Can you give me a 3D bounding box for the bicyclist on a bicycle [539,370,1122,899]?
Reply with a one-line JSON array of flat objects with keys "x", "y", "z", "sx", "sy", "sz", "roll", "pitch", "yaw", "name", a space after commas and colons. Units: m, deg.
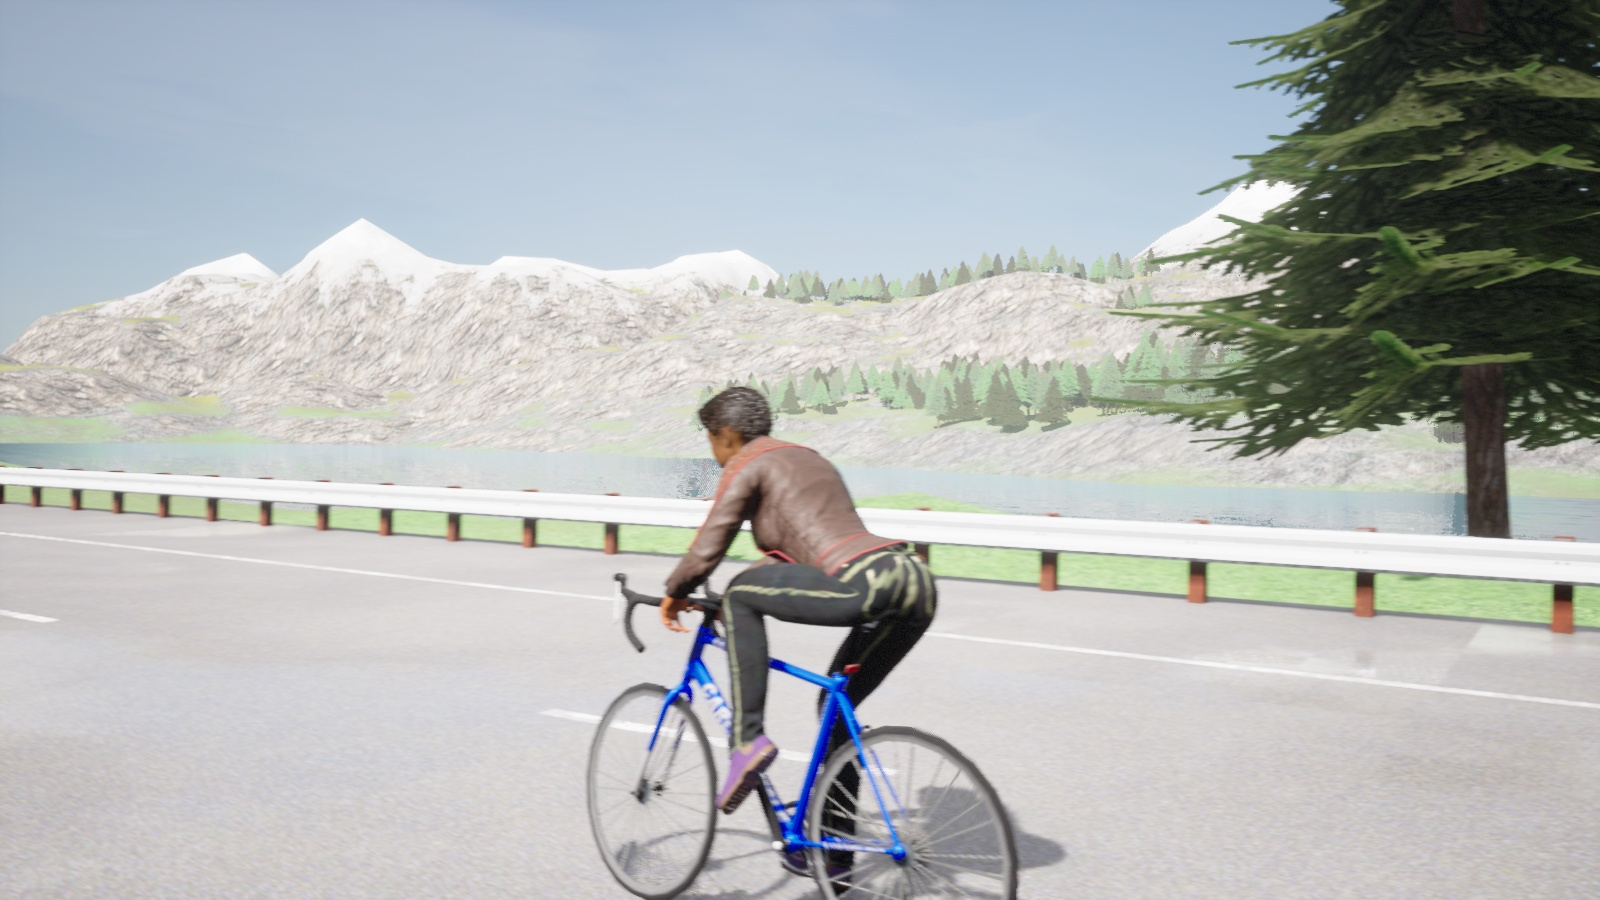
[{"x": 0.028, "y": 0.634, "z": 3.651, "sx": 1.656, "sy": 1.620, "sz": 0.582, "roll": 0, "pitch": -2, "yaw": 38, "name": "bicyclist on a bicycle"}]
